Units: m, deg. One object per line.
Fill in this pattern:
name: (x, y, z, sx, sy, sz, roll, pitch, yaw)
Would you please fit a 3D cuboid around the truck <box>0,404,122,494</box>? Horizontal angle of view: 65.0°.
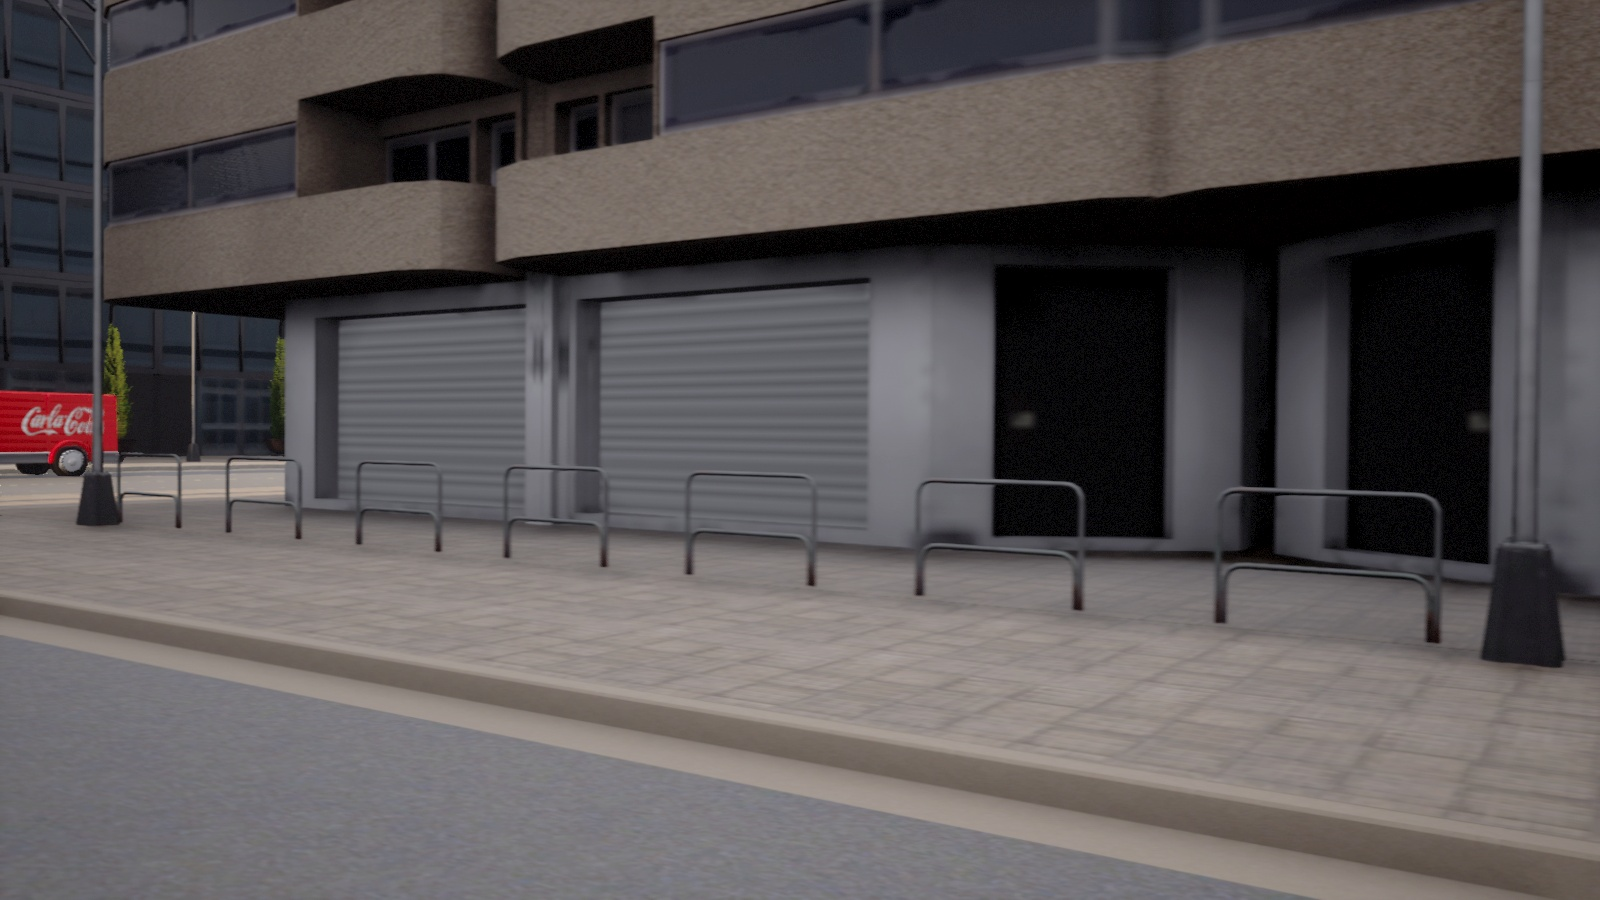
truck: (-22.678, -0.039, 35.855, 2.627, 2.467, 5.204, 0, 1, 34)
